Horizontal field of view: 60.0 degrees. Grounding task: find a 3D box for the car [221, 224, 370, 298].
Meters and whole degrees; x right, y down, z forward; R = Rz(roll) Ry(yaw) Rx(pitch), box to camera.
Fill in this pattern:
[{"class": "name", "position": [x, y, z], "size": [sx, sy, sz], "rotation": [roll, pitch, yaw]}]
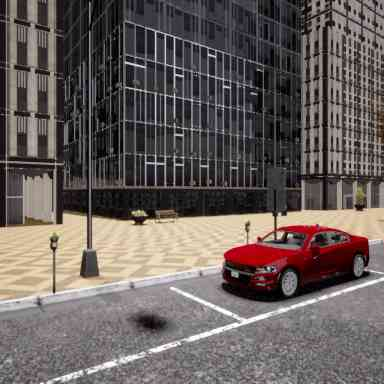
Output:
[{"class": "car", "position": [2.764, 1.545, 8.512], "size": [4.507, 1.381, 1.887], "rotation": [0, 0, -35]}]
